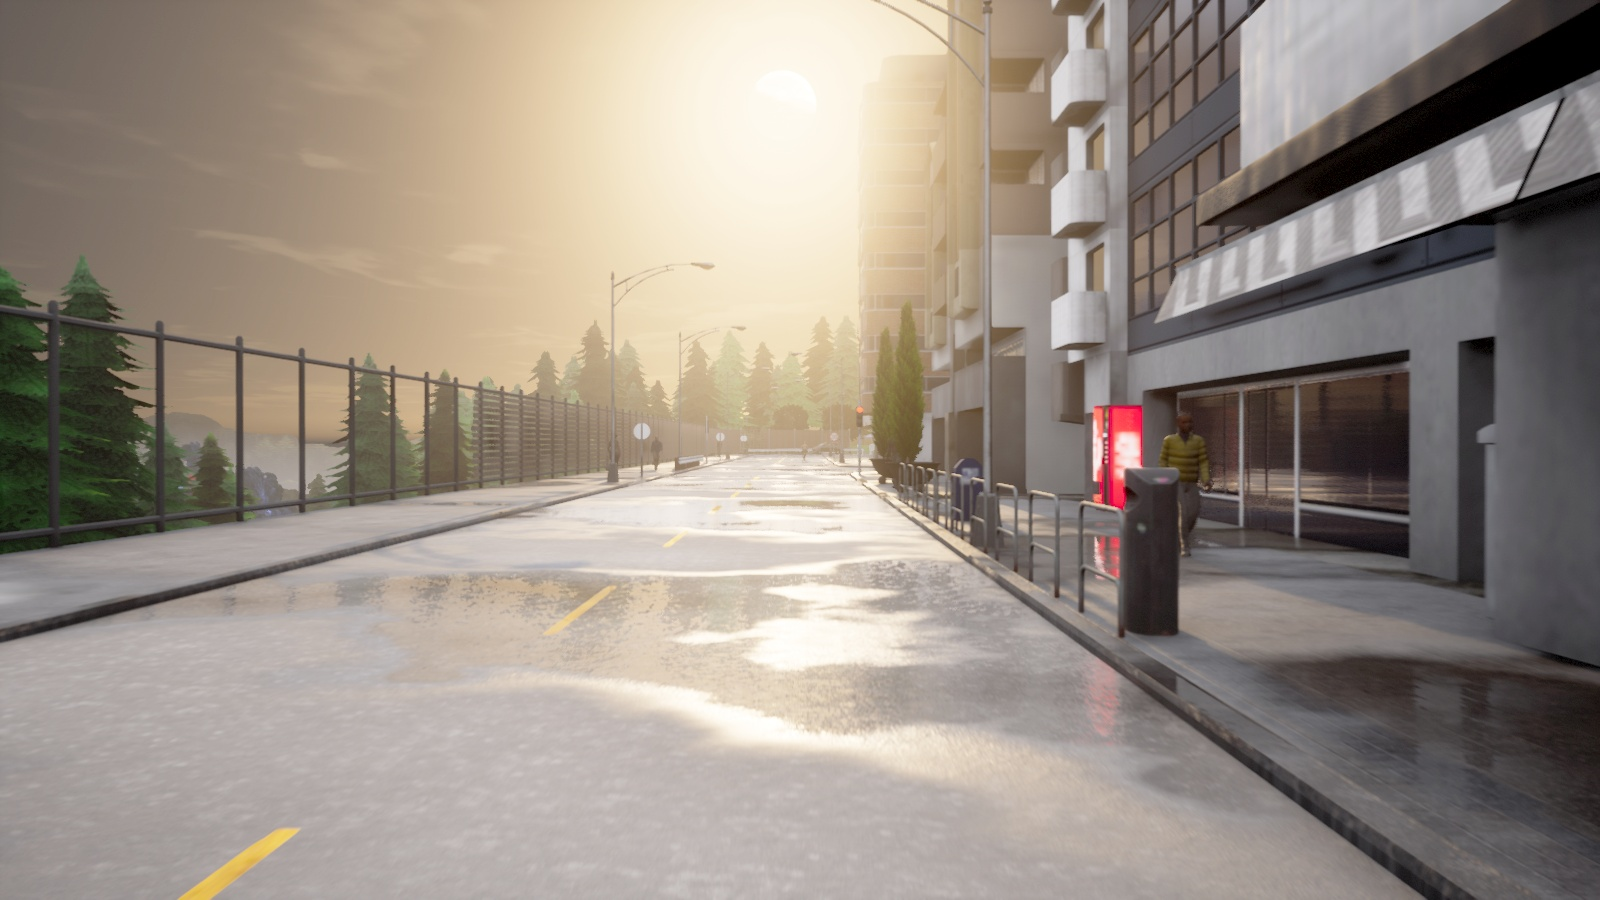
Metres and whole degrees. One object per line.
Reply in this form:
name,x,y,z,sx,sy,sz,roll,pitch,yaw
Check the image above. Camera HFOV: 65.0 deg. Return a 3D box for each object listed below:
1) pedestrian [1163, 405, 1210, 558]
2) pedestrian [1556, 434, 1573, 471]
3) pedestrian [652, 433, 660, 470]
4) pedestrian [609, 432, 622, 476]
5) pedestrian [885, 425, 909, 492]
pedestrian,4.717,0.373,15.348,0.370,1.835,0.726,0,0,3
pedestrian,37.745,0.134,61.985,0.594,1.836,0.345,0,0,0
pedestrian,-7.232,0.094,63.087,0.402,1.842,0.726,0,0,-9
pedestrian,-7.563,0.160,51.404,0.328,1.805,0.869,0,0,6
pedestrian,2.843,0.242,36.879,0.402,1.930,0.666,0,0,40
